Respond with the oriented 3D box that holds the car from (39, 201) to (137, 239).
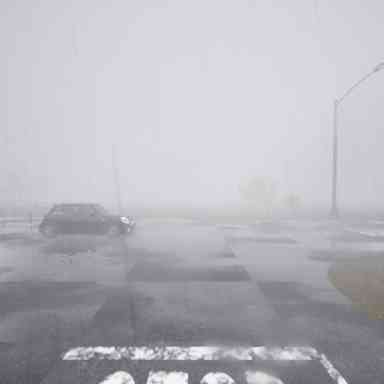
[{"bbox_3d":[-5.073,1.326,16.659,4.553,1.767,2.097,0,0,1],"label":"car"}]
